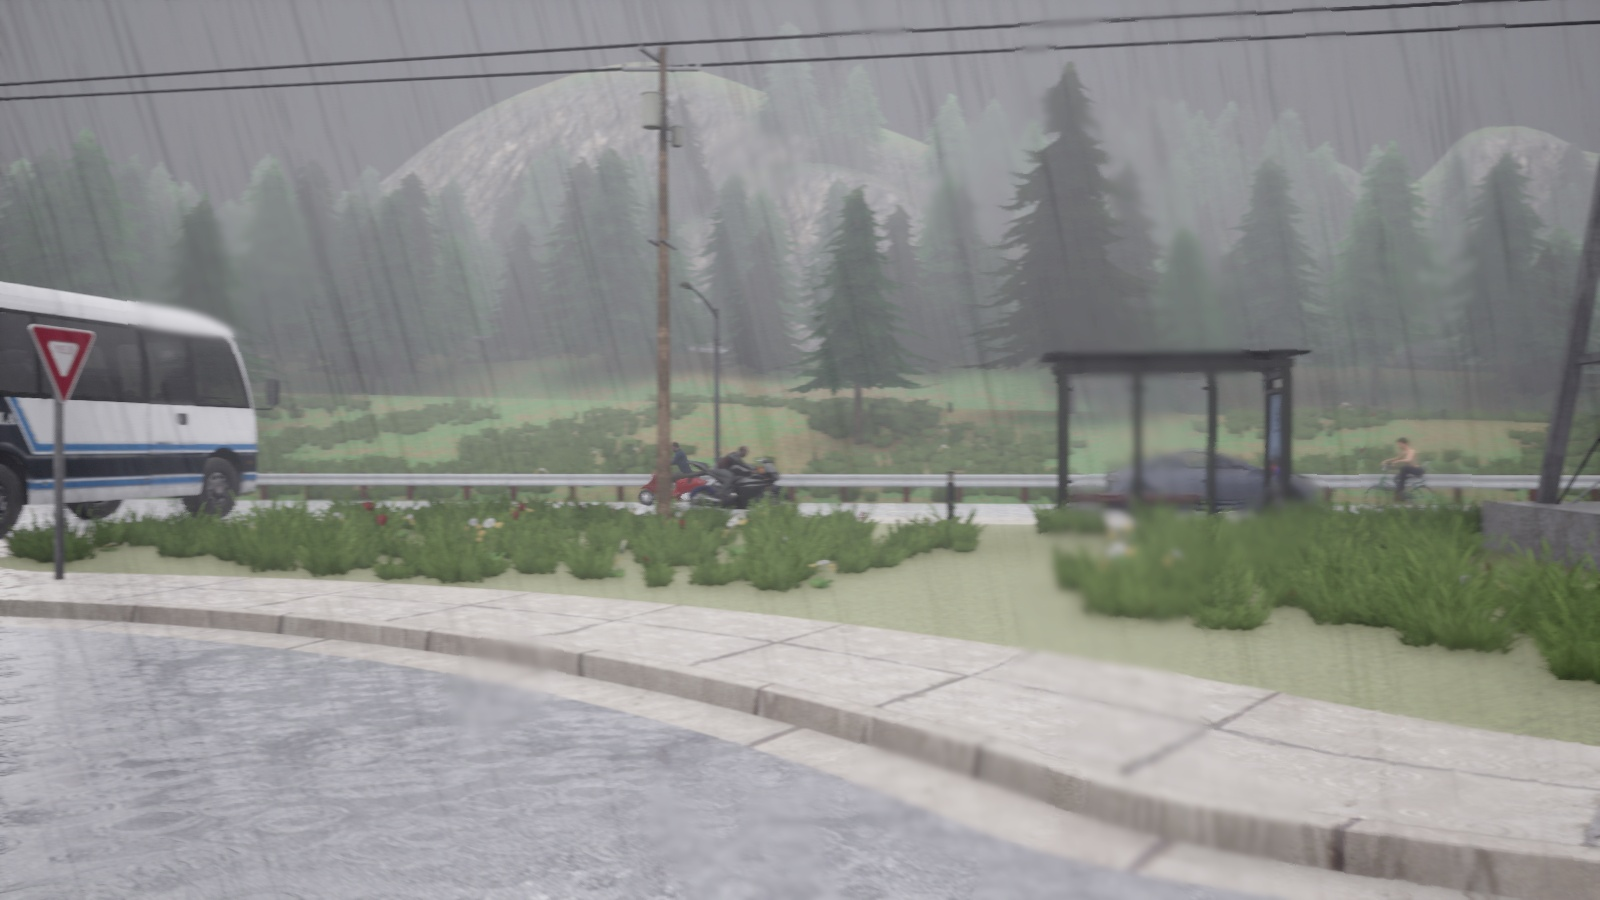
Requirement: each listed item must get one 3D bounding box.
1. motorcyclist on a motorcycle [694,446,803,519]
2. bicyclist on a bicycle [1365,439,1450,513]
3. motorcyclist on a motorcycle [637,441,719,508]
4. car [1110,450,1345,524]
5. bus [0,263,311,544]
[{"bbox_3d":[-1.079,0.676,26.691,2.191,1.530,0.866,0,0,9],"label":"motorcyclist on a motorcycle"},{"bbox_3d":[13.450,0.562,27.850,1.509,1.612,0.866,0,0,10],"label":"bicyclist on a bicycle"},{"bbox_3d":[-2.963,0.580,30.545,1.817,1.590,0.866,0,0,9],"label":"motorcyclist on a motorcycle"},{"bbox_3d":[8.426,0.704,25.131,4.181,1.385,1.994,0,0,9],"label":"car"},{"bbox_3d":[-13.466,-0.710,22.549,3.944,4.253,10.273,0,0,10],"label":"bus"}]
